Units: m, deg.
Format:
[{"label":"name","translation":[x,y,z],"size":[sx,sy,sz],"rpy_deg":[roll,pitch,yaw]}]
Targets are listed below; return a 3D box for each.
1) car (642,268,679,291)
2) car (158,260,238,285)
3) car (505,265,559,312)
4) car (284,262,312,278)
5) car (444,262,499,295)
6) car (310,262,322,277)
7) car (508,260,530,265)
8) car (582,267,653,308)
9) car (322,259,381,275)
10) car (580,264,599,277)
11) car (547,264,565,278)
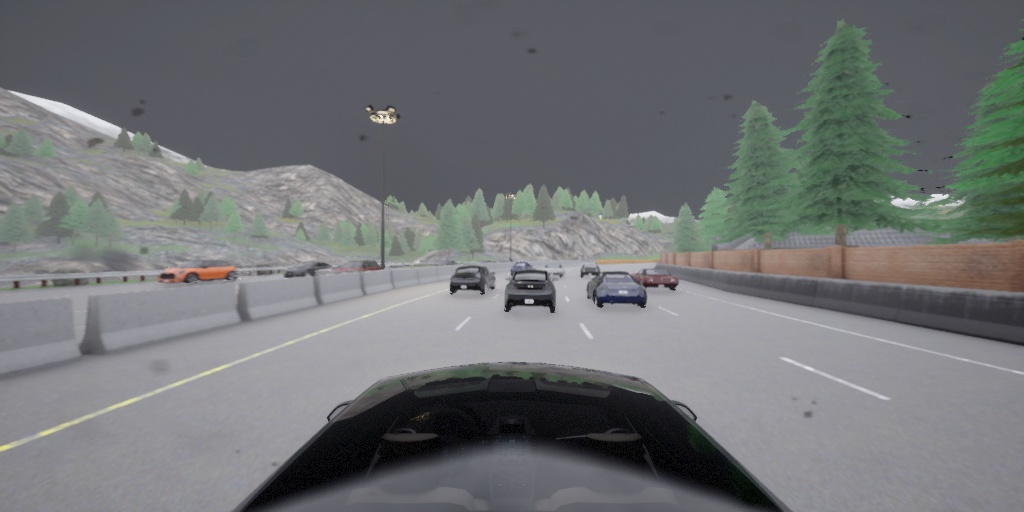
[{"label":"car","translation":[8.779,1.416,22.470],"size":[1.895,1.301,4.718],"rpy_deg":[0,0,9]},{"label":"car","translation":[-22.661,1.084,26.055],"size":[2.097,1.767,4.553],"rpy_deg":[0,0,8]},{"label":"car","translation":[0.791,1.282,14.418],"size":[1.837,1.490,4.892],"rpy_deg":[0,0,5]},{"label":"car","translation":[-18.109,1.262,32.264],"size":[1.837,1.490,4.892],"rpy_deg":[0,0,11]},{"label":"car","translation":[-2.101,1.285,20.155],"size":[1.837,1.490,4.892],"rpy_deg":[0,0,7]},{"label":"car","translation":[-14.785,1.366,31.131],"size":[1.895,1.301,4.718],"rpy_deg":[0,0,10]},{"label":"car","translation":[1.100,1.349,37.576],"size":[1.812,1.442,4.674],"rpy_deg":[0,0,13]},{"label":"car","translation":[4.428,1.354,15.666],"size":[1.994,1.385,4.181],"rpy_deg":[0,0,5]},{"label":"car","translation":[-11.851,1.118,27.396],"size":[2.097,1.767,4.553],"rpy_deg":[0,0,10]},{"label":"car","translation":[8.019,1.441,36.489],"size":[1.895,1.301,4.718],"rpy_deg":[0,0,14]},{"label":"car","translation":[4.247,1.429,35.784],"size":[1.895,1.301,4.718],"rpy_deg":[0,0,13]}]
